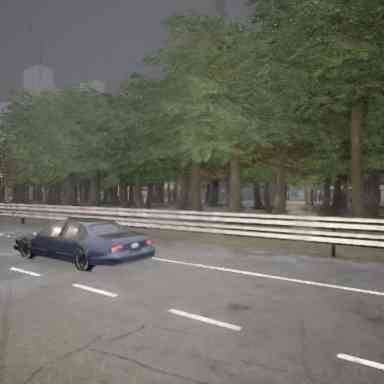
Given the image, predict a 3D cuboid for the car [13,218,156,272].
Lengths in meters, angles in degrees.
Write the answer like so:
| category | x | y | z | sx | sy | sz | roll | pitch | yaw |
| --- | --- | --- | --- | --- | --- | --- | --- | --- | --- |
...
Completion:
| category | x | y | z | sx | sy | sz | roll | pitch | yaw |
| --- | --- | --- | --- | --- | --- | --- | --- | --- | --- |
| car | -3.640 | 1.548 | 10.770 | 5.357 | 1.411 | 2.033 | 0 | 0 | 36 |
